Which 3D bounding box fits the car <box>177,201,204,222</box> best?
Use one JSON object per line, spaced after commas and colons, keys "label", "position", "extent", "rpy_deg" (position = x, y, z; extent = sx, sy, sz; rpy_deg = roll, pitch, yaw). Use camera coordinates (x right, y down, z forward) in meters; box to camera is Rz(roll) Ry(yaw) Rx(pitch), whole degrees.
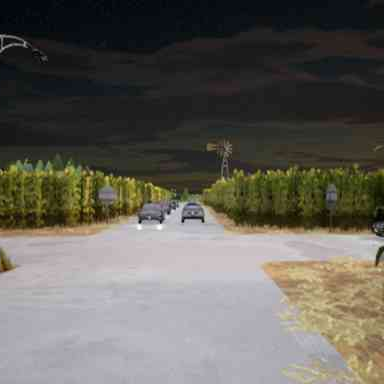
{"label": "car", "position": [0.070, 1.701, 27.839], "extent": [2.033, 1.411, 5.357], "rpy_deg": [0, 0, 0]}

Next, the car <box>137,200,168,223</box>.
{"label": "car", "position": [-3.180, 1.647, 26.754], "extent": [1.837, 1.490, 4.892], "rpy_deg": [0, -1, -1]}

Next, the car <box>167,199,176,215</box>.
{"label": "car", "position": [-3.232, 1.664, 36.391], "extent": [2.128, 1.511, 4.902], "rpy_deg": [0, 0, 0]}

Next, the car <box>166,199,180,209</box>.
{"label": "car", "position": [-3.211, 2.023, 57.275], "extent": [2.128, 1.511, 4.902], "rpy_deg": [0, -1, 0]}

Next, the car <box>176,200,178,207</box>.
{"label": "car", "position": [-3.234, 1.823, 46.473], "extent": [1.994, 1.385, 4.181], "rpy_deg": [0, -1, 0]}
